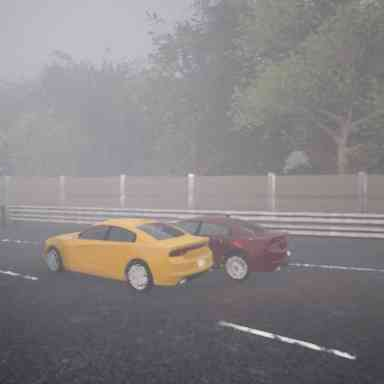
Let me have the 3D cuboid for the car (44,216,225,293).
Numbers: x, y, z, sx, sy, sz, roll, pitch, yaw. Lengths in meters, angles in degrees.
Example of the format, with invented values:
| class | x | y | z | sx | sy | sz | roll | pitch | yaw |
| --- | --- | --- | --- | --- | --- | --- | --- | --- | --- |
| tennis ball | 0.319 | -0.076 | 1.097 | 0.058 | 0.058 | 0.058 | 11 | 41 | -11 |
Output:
| class | x | y | z | sx | sy | sz | roll | pitch | yaw |
| --- | --- | --- | --- | --- | --- | --- | --- | --- | --- |
| car | -1.865 | 1.441 | 8.809 | 5.008 | 1.535 | 1.882 | 0 | 1 | 33 |

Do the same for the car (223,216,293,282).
| class | x | y | z | sx | sy | sz | roll | pitch | yaw |
| --- | --- | --- | --- | --- | --- | --- | --- | --- | --- |
| car | 0.298 | 1.433 | 9.659 | 5.008 | 1.535 | 1.882 | -1 | -1 | 30 |
